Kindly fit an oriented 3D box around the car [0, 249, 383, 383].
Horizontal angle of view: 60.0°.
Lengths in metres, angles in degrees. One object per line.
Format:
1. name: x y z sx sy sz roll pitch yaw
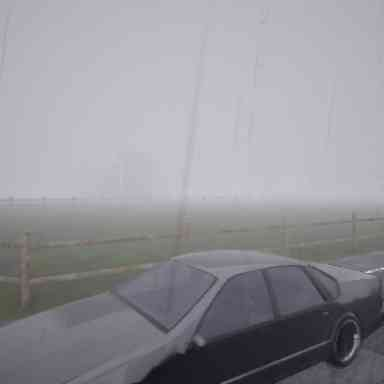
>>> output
1. car: 0.385 1.522 4.231 5.357 1.411 2.033 0 0 -34
